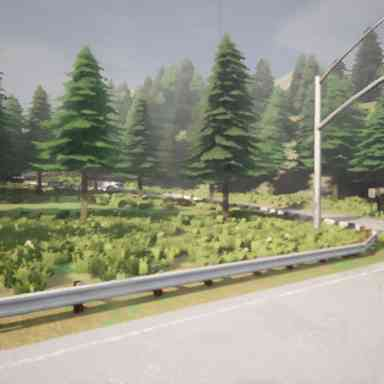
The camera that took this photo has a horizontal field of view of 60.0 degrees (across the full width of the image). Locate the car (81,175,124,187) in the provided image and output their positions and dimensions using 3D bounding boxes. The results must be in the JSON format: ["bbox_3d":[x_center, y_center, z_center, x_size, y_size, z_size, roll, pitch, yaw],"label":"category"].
[{"bbox_3d":[-11.447,-1.044,42.701,5.566,2.045,2.150,5,0,9],"label":"car"}]
